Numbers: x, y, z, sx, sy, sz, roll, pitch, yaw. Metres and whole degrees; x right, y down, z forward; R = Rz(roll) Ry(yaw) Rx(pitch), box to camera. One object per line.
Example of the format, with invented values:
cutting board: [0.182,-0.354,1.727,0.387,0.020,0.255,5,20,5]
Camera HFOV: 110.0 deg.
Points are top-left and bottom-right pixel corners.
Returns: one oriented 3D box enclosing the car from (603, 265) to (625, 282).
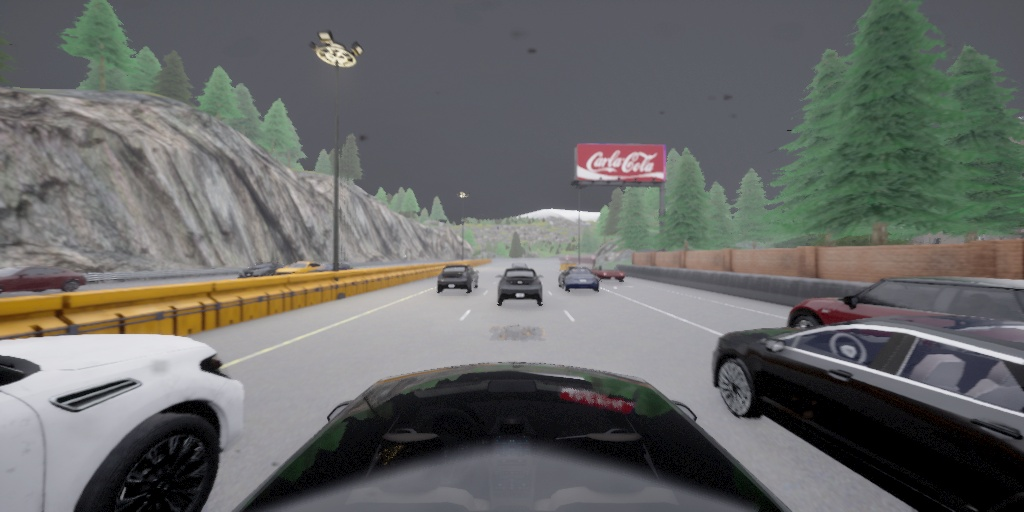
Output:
car: [7.607,1.392,29.080,1.895,1.301,4.718,0,0,1]

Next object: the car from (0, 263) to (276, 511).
car: [-3.351,0.963,0.636,2.150,2.045,5.566,0,0,0]

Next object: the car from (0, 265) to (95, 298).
car: [-24.301,1.219,17.756,1.812,1.442,4.674,0,0,1]

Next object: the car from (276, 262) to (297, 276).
car: [-17.006,1.200,29.234,1.882,1.535,5.008,0,0,1]

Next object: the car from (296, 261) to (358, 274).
car: [-13.559,1.278,27.299,2.033,1.411,5.357,0,0,2]

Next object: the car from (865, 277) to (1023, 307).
car: [7.207,1.126,6.150,2.097,1.767,4.553,0,0,1]

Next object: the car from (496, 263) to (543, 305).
car: [0.358,1.266,16.230,1.837,1.490,4.892,0,0,1]

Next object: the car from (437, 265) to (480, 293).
car: [-3.053,1.262,20.805,1.837,1.490,4.892,0,0,1]

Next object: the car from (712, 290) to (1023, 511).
car: [3.672,1.254,3.007,2.128,1.511,4.902,0,0,0]

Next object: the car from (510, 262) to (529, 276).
car: [0.785,1.380,38.712,1.895,1.301,4.718,0,0,1]

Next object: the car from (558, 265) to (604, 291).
car: [3.968,1.340,21.820,1.994,1.385,4.181,0,0,1]

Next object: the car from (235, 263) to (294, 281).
car: [-20.485,1.279,29.920,1.994,1.385,4.181,0,0,1]
